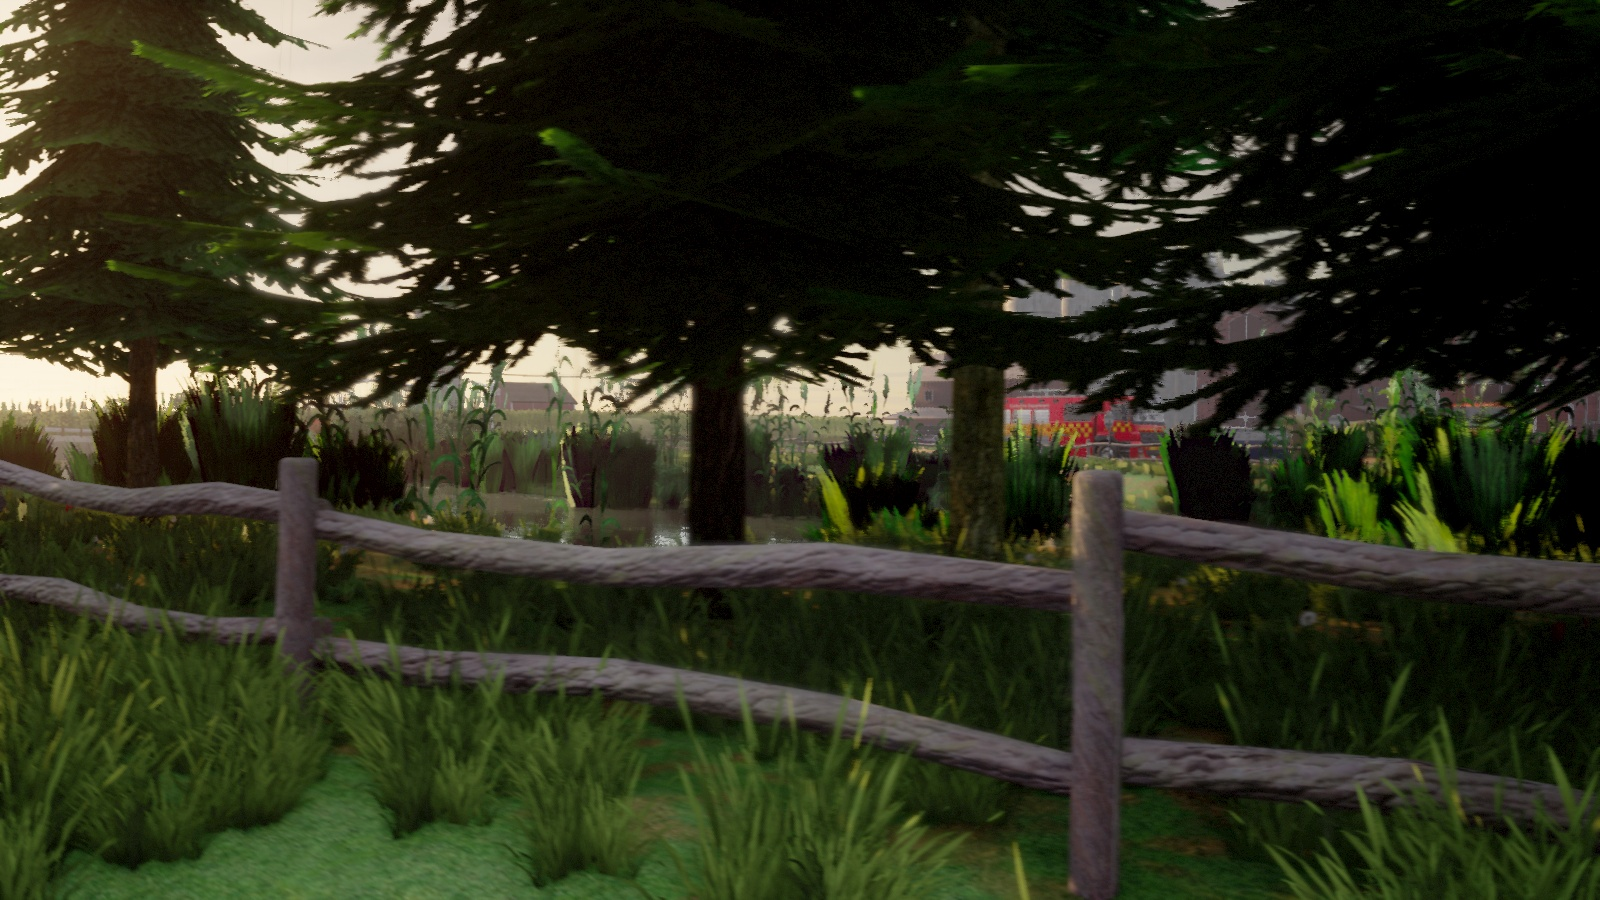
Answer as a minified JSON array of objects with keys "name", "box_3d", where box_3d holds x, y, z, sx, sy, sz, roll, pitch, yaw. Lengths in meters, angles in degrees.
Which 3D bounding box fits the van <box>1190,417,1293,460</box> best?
[{"name":"van","box_3d":[21.305,-0.547,60.642,4.442,1.987,1.775,0,1,31]}]

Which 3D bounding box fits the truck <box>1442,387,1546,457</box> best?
[{"name":"truck","box_3d":[36.870,-1.464,66.547,2.891,3.462,7.936,0,1,44]}]

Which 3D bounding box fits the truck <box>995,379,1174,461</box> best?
[{"name":"truck","box_3d":[14.013,-1.424,62.411,2.891,3.827,8.468,-1,1,-44]}]
